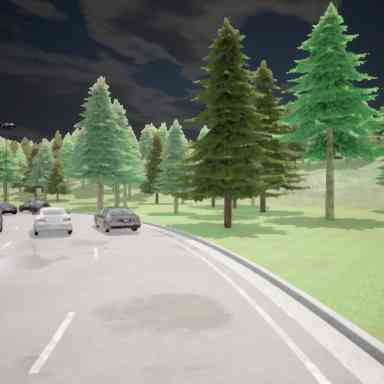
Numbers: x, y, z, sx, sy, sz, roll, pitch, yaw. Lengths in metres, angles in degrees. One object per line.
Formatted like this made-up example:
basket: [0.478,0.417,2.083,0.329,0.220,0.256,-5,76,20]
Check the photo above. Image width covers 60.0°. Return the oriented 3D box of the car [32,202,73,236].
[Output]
car: [-7.737,1.530,18.411,1.812,1.442,4.674,0,0,-25]

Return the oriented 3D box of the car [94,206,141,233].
car: [-4.577,1.560,19.915,2.033,1.411,5.357,0,0,-25]

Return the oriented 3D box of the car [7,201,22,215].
car: [-19.139,1.570,33.127,4.181,1.385,1.994,0,0,40]

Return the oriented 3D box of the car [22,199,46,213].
car: [-16.893,1.530,35.811,4.674,1.442,1.812,0,0,40]

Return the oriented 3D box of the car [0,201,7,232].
car: [-10.885,1.363,16.879,2.097,1.767,4.553,0,0,-25]
